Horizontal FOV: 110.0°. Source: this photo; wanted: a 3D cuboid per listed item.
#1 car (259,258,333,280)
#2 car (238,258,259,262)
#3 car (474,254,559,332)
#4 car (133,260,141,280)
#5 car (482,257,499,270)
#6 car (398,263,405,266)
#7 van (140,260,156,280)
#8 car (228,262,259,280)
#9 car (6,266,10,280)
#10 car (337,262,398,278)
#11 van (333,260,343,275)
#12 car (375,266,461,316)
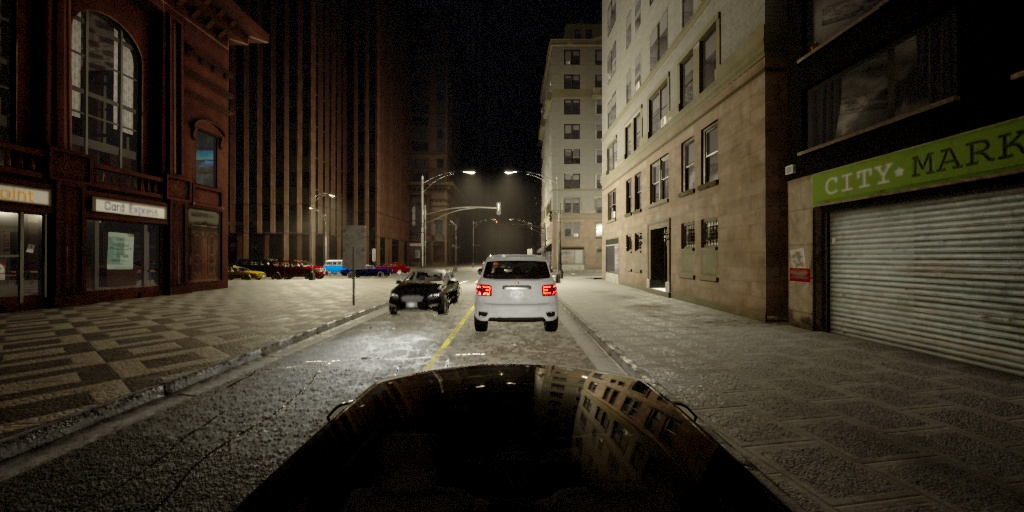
[{"bbox_3d":[-19.621,1.273,32.733,5.009,1.841,2.192,0,0,0],"label":"car"},{"bbox_3d":[-24.110,1.247,35.314,5.566,2.045,2.150,-1,0,-1],"label":"car"},{"bbox_3d":[0.100,0.974,11.046,2.150,2.045,5.566,0,0,0],"label":"car"},{"bbox_3d":[-34.466,1.372,35.370,5.566,2.045,2.150,-1,0,0],"label":"car"},{"bbox_3d":[-3.111,1.097,51.765,2.097,1.767,4.553,0,0,1],"label":"car"},{"bbox_3d":[-13.976,1.477,41.239,4.507,1.381,1.888,0,0,0],"label":"car"},{"bbox_3d":[-30.870,1.435,32.774,3.998,1.789,1.690,0,0,0],"label":"van"},{"bbox_3d":[-25.076,1.552,32.753,4.829,1.417,1.751,0,0,0],"label":"car"},{"bbox_3d":[-47.742,1.849,32.834,4.403,1.370,2.007,0,0,0],"label":"car"},{"bbox_3d":[-14.145,1.506,35.285,4.718,1.301,1.895,-1,0,0],"label":"car"},{"bbox_3d":[-19.600,1.340,41.259,3.998,1.789,1.690,0,0,0],"label":"van"},{"bbox_3d":[-3.107,1.245,13.524,2.128,1.511,4.902,0,0,0],"label":"car"}]
